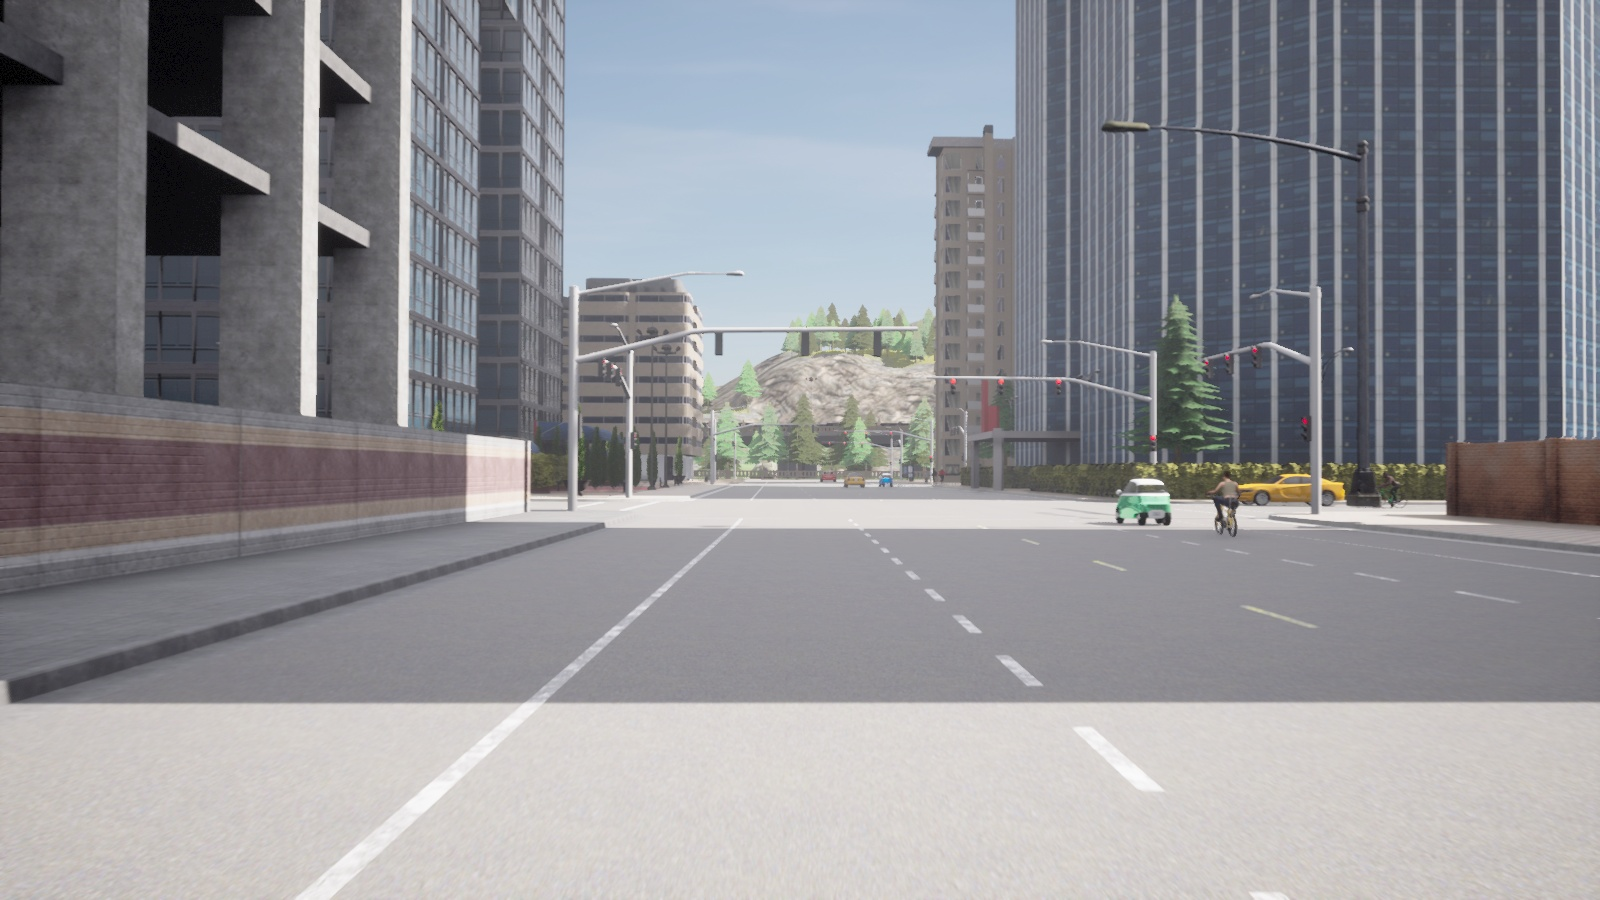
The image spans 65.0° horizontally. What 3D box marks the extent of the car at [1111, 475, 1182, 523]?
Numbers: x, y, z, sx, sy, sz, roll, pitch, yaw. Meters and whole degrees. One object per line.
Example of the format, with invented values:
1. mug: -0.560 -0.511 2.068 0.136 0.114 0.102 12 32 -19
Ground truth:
1. car: 10.389 1.460 37.749 1.481 1.376 2.207 0 -1 -1

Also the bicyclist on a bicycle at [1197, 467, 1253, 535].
1. bicyclist on a bicycle: 10.421 1.225 30.852 0.866 1.612 1.509 0 0 0

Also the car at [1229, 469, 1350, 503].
1. car: 23.213 1.699 59.705 5.008 1.535 1.882 0 -1 -1
